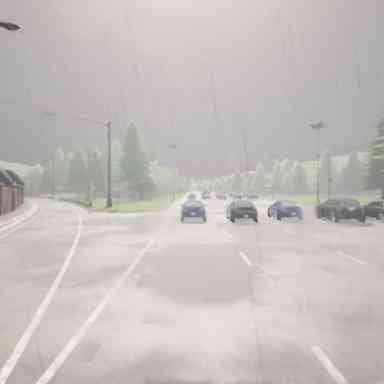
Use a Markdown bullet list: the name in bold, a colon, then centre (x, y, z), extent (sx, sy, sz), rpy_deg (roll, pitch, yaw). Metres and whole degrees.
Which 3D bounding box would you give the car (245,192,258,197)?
- **car**: centre (14.012, 1.019, 77.107), extent (1.882, 1.535, 5.008), rpy_deg (0, 0, 0)

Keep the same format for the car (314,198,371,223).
- **car**: centre (10.602, 1.209, 24.216), extent (2.097, 1.767, 4.553), rpy_deg (0, 0, 0)

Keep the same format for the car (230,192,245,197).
- **car**: centre (10.512, 1.041, 77.107), extent (1.837, 1.490, 4.892), rpy_deg (0, 0, 0)

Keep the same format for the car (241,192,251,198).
- **car**: centre (14.014, 0.826, 86.276), extent (1.837, 1.490, 4.892), rpy_deg (0, 0, 0)

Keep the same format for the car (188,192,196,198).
- **car**: centre (0.014, 0.851, 86.278), extent (2.128, 1.511, 4.902), rpy_deg (0, 0, 0)

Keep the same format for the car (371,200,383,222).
- **car**: centre (14.105, 1.360, 24.578), extent (1.837, 1.490, 4.892), rpy_deg (0, 0, 0)

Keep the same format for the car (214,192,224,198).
- **car**: centre (7.014, 0.851, 86.277), extent (2.128, 1.511, 4.902), rpy_deg (0, 0, 0)

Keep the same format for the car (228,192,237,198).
- **car**: centre (10.514, 0.826, 86.276), extent (1.837, 1.490, 4.892), rpy_deg (0, 0, 0)

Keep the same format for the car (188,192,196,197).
- **car**: centre (0.012, 1.066, 77.109), extent (2.128, 1.511, 4.902), rpy_deg (0, 0, 0)

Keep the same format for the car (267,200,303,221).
- **car**: centre (7.105, 1.375, 25.603), extent (1.812, 1.442, 4.674), rpy_deg (0, 0, 0)

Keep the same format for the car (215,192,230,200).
- **car**: centre (7.012, 1.066, 77.108), extent (2.128, 1.511, 4.902), rpy_deg (0, 0, 0)

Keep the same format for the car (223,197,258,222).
- **car**: centre (3.604, 1.360, 24.585), extent (1.837, 1.490, 4.892), rpy_deg (0, 0, 0)

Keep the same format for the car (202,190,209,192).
- **car**: centre (3.514, 0.551, 86.306), extent (2.150, 2.045, 5.566), rpy_deg (0, 0, 0)

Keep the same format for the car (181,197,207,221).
- **car**: centre (0.105, 1.375, 25.635), extent (1.812, 1.442, 4.674), rpy_deg (0, 0, 0)

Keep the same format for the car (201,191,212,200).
- **car**: centre (3.512, 1.094, 77.109), extent (1.994, 1.385, 4.181), rpy_deg (0, 0, 0)
